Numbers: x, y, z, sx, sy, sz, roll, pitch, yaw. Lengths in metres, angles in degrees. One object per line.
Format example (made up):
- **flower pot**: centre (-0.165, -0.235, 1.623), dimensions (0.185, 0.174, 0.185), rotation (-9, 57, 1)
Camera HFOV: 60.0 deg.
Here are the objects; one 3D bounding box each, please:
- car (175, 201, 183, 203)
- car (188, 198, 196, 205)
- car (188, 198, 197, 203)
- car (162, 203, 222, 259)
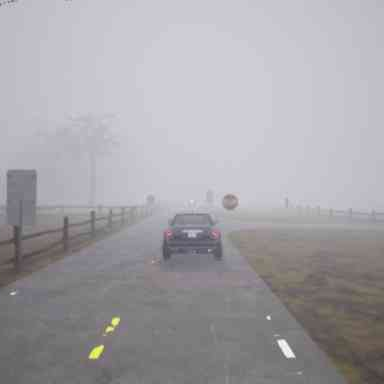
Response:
- **car**: centre (-2.724, 2.463, 67.319), dimensions (2.033, 1.411, 5.357), rotation (0, -1, 0)
- **car**: centre (0.036, 2.418, 84.004), dimensions (2.097, 1.767, 4.553), rotation (0, -1, 0)
- **car**: centre (0.032, 2.547, 73.394), dimensions (2.033, 1.411, 5.357), rotation (0, -1, 0)
- **car**: centre (0.049, 1.506, 13.426), dimensions (2.097, 1.767, 4.553), rotation (0, -1, 1)
